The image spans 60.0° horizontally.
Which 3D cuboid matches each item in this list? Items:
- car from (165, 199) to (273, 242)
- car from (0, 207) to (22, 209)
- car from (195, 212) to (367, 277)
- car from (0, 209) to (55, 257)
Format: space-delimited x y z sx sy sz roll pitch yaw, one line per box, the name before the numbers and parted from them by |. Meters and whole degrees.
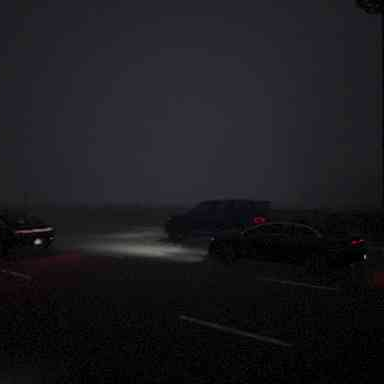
car | 1.289 1.373 15.952 5.566 2.045 2.150 -1 -1 35
car | -15.352 1.936 27.782 4.718 1.301 1.895 -1 -1 35
car | 2.799 1.585 10.581 4.902 1.511 2.128 -1 -1 35
car | -7.673 1.659 13.734 4.902 1.511 2.128 0 -1 35
